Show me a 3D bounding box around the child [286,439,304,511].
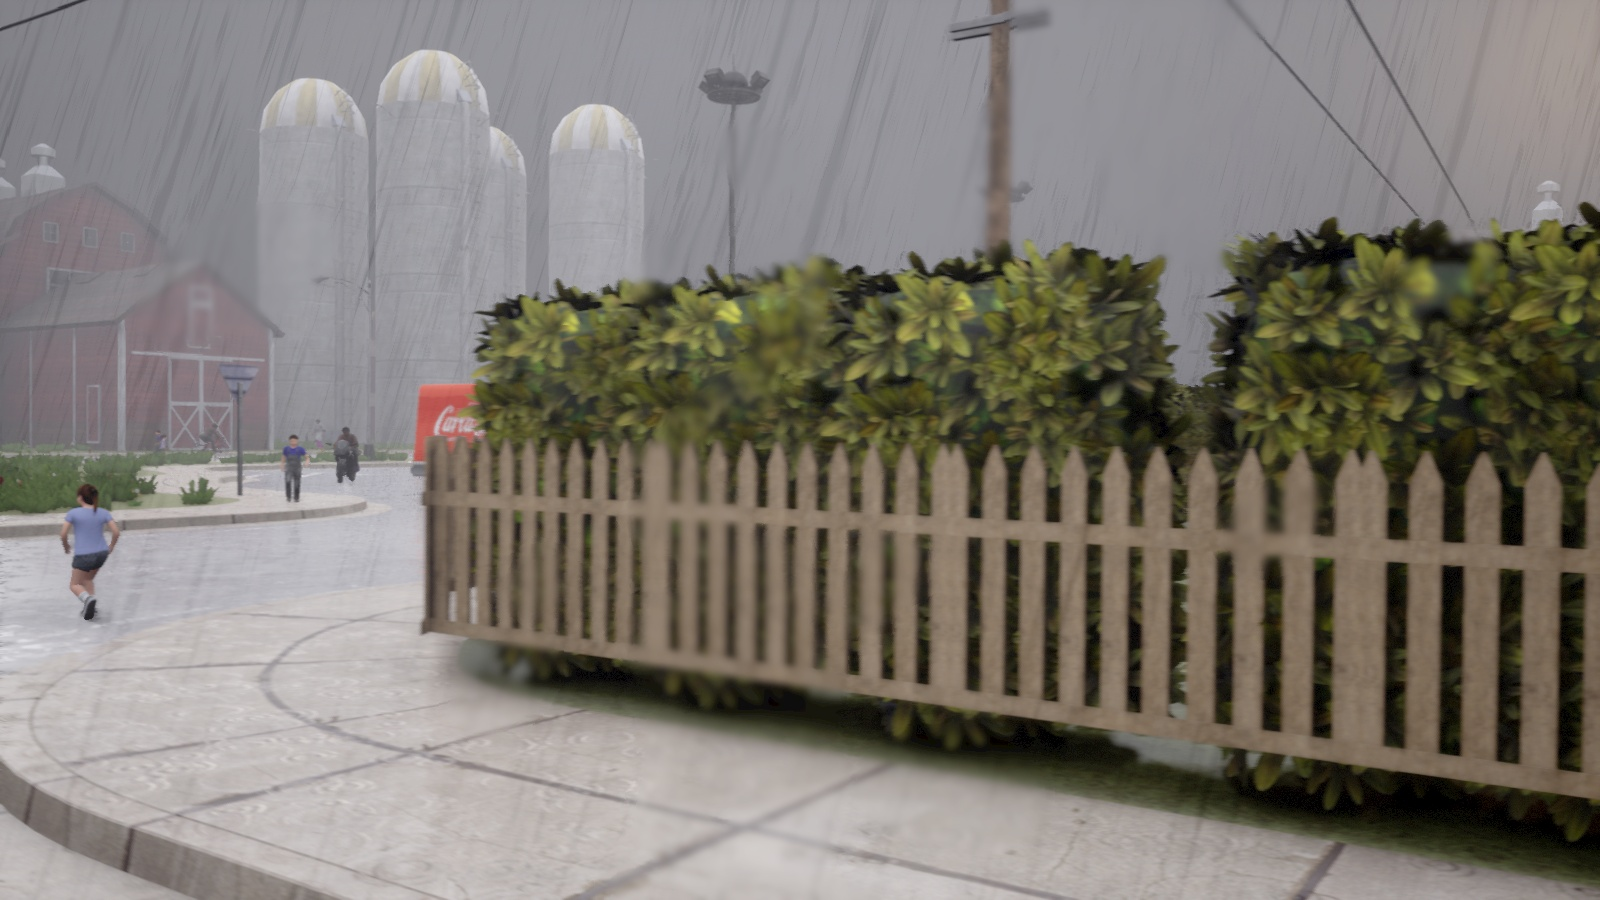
[{"bbox_3d":[-8.912,0.435,22.168,0.270,1.263,0.437,-1,1,-22],"label":"child"}]

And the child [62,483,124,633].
[{"bbox_3d":[-5.393,0.811,9.577,0.394,1.110,0.255,0,1,35],"label":"child"}]

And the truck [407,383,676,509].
[{"bbox_3d":[-5.563,-0.086,26.995,5.204,2.467,2.627,0,0,29],"label":"truck"}]

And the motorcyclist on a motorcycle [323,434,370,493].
[{"bbox_3d":[-12.239,0.346,33.951,0.797,1.523,2.044,0,1,-8],"label":"motorcyclist on a motorcycle"}]

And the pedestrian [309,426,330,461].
[{"bbox_3d":[-27.278,-0.370,71.270,0.659,1.952,0.873,0,1,34],"label":"pedestrian"}]
